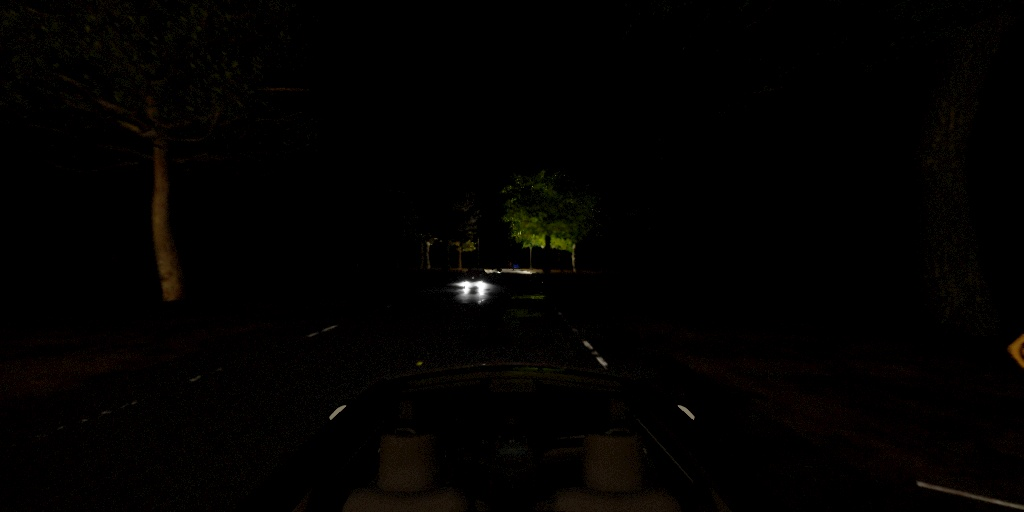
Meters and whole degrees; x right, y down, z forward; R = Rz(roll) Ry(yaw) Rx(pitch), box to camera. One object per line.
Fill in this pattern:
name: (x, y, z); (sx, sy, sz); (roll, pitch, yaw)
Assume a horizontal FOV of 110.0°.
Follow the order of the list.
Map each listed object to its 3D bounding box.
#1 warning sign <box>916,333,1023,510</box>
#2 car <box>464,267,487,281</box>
warning sign: (3.550, 0.868, 2.234); (1.300, 1.860, 1.060); (0, 0, 0)
car: (-3.595, 1.755, 35.413); (1.895, 1.301, 4.718); (0, -1, 0)
